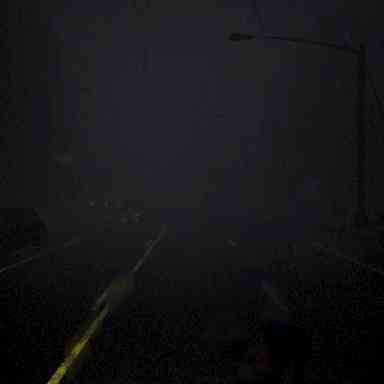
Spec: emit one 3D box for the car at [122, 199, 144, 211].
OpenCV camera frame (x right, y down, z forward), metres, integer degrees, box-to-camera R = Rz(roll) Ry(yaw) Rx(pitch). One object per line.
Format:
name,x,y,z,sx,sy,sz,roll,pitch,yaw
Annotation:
car,-7.015,1.505,39.769,1.895,1.301,4.718,0,1,0

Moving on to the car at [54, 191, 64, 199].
car,-25.976,0.468,63.428,1.970,1.475,3.806,0,2,0

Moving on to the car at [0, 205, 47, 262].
car,-7.065,1.333,11.860,2.097,1.767,4.553,0,0,0

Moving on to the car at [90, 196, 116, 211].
car,-10.519,1.256,39.633,2.097,1.767,4.553,0,1,0
